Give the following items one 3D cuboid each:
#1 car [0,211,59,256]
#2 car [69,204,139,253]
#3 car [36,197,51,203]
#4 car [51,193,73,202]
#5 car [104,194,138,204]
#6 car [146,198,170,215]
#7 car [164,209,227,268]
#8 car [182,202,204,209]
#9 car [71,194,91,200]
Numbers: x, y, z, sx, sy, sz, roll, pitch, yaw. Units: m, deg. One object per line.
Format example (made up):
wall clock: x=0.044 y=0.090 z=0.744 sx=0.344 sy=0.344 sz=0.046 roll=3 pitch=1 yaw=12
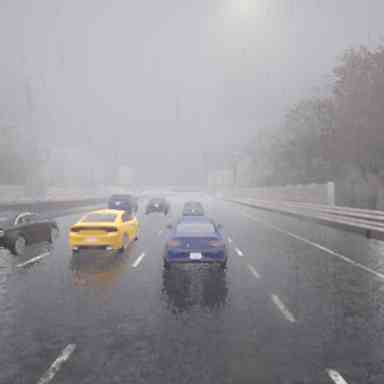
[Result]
car: x=-6.899 y=1.485 z=13.026 sx=2.128 sy=1.511 sz=4.902 roll=0 pitch=0 yaw=0
car: x=-3.399 y=1.471 z=13.723 sx=1.882 sy=1.535 sz=5.008 roll=0 pitch=0 yaw=0
car: x=-28.001 y=1.598 z=63.682 sx=1.895 sy=1.301 sz=4.718 roll=0 pitch=0 yaw=0
car: x=-24.501 y=1.224 z=64.139 sx=2.150 sy=2.045 sz=5.566 roll=0 pitch=0 yaw=0
car: x=-6.901 y=1.217 z=33.641 sx=2.150 sy=2.045 sz=5.566 roll=0 pitch=0 yaw=0
car: x=-3.402 y=1.348 z=34.138 sx=2.097 sy=1.767 sz=4.553 roll=0 pitch=0 yaw=0
car: x=0.099 y=1.520 z=11.077 sx=1.812 sy=1.442 sz=4.674 roll=0 pitch=0 yaw=0
car: x=0.099 y=1.542 z=28.832 sx=2.033 sy=1.411 sz=5.357 roll=0 pitch=0 yaw=0
car: x=-21.004 y=1.515 z=64.259 sx=2.128 sy=1.511 sz=4.902 roll=0 pitch=0 yaw=0
